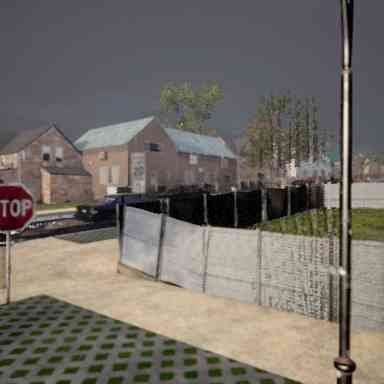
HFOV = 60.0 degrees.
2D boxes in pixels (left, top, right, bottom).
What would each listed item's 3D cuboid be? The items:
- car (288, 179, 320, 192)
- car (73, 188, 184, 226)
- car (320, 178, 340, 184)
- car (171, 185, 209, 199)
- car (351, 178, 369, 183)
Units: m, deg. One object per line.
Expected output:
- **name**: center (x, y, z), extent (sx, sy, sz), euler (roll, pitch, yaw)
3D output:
- **car**: center (12.943, -0.777, 39.138), extent (1.837, 1.490, 4.892), euler (1, 3, 41)
- **car**: center (-3.098, 0.752, 16.510), extent (2.033, 1.411, 5.357), euler (1, 4, 41)
- **car**: center (16.559, -0.896, 38.932), extent (1.882, 1.535, 5.008), euler (1, 4, 42)
- **car**: center (-0.816, 0.299, 23.445), extent (1.882, 1.535, 5.008), euler (1, 4, 41)
- **car**: center (23.455, -1.337, 46.884), extent (1.895, 1.301, 4.718), euler (1, 4, 41)
